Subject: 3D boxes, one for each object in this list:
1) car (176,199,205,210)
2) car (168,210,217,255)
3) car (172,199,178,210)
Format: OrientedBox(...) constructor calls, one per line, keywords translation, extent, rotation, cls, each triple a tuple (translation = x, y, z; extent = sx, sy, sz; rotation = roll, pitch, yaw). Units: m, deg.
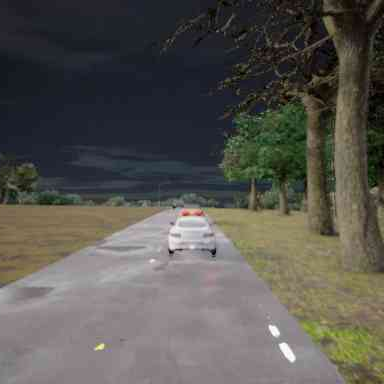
OrientedBox(translation=(0.019, 1.720, 28.509), extent=(2.097, 1.767, 4.553), rotation=(0, -1, 1), cls="car")
OrientedBox(translation=(0.025, 1.696, 13.921), extent=(1.812, 1.442, 4.674), rotation=(0, 0, 1), cls="car")
OrientedBox(translation=(-2.670, 2.472, 65.844), extent=(2.150, 2.045, 5.566), rotation=(0, -2, 1), cls="car")
